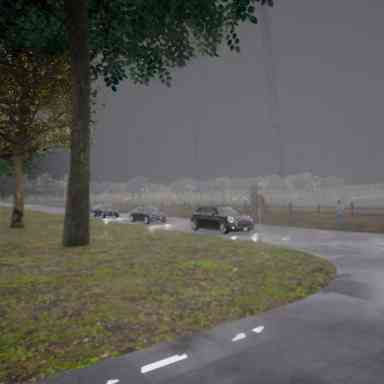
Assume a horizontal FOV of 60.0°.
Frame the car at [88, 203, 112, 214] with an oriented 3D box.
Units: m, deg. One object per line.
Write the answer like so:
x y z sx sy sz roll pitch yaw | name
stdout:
-13.329 2.352 48.225 1.994 1.385 4.181 -1 0 -36 | car

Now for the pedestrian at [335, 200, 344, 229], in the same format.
9.391 1.416 21.168 0.375 1.860 0.375 -3 2 -35 | pedestrian

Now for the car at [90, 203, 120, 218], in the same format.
-9.973 2.178 38.342 1.837 1.490 4.892 -1 0 -35 | car

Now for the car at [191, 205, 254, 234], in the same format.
1.861 1.652 21.490 2.097 1.767 4.553 -1 0 -35 | car

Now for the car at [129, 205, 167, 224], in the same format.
-4.016 1.992 29.854 1.837 1.490 4.892 -1 0 -35 | car
